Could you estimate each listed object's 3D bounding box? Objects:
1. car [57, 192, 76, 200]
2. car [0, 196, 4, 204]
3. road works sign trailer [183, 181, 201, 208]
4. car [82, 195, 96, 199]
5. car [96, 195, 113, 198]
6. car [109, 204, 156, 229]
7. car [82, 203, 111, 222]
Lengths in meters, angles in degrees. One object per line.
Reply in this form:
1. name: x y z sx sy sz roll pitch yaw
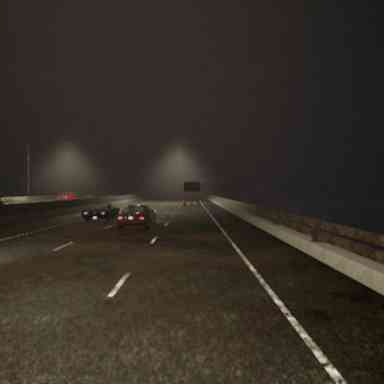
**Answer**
1. car: -24.497 1.037 65.112 2.150 2.045 5.566 0 0 0
2. car: -17.597 1.155 27.025 2.150 2.045 5.566 0 0 0
3. road works sign trailer: 0.002 0.342 45.779 2.380 3.560 2.880 0 0 0
4. car: -20.997 1.342 68.204 2.033 1.411 5.357 0 0 0
5. car: -17.497 1.280 68.203 1.882 1.535 5.008 0 0 0
6. car: -3.398 1.497 20.990 2.033 1.411 5.357 0 0 0
7. car: -6.898 1.537 25.834 1.895 1.301 4.718 0 0 0
